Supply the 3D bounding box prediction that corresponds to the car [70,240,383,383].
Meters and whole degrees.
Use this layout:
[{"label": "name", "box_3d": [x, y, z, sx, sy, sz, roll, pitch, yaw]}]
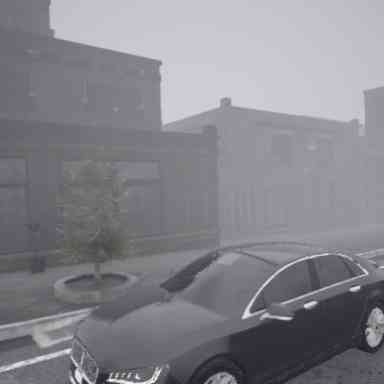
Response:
[{"label": "car", "box_3d": [0.905, 1.504, 4.567, 4.892, 1.490, 1.837, 0, 0, -35]}]
